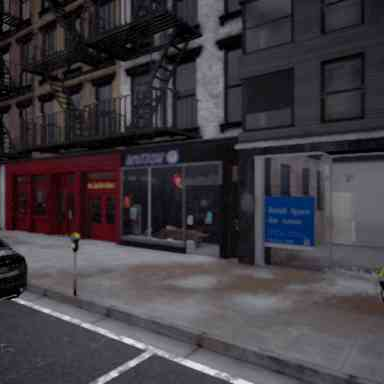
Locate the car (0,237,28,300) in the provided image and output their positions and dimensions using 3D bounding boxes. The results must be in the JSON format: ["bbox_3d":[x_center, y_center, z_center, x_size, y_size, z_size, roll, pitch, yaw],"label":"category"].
[{"bbox_3d":[-5.440,1.501,7.159,4.892,1.490,1.837,0,0,35],"label":"car"}]
